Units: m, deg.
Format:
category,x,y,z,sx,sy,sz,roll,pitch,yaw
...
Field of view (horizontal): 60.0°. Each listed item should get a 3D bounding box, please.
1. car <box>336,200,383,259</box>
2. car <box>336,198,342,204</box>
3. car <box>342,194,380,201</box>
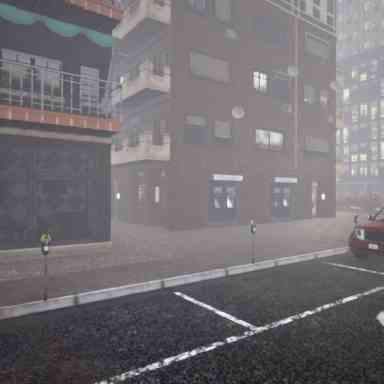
category,x,y,z,sx,sy,sz,roll,pitch,yaw
car,7.472,1.316,11.407,5.009,1.841,2.192,0,0,-35
car,12.706,1.329,34.186,1.802,1.307,4.206,1,0,-36
car,19.319,1.107,38.939,2.192,1.841,5.009,1,0,-36
